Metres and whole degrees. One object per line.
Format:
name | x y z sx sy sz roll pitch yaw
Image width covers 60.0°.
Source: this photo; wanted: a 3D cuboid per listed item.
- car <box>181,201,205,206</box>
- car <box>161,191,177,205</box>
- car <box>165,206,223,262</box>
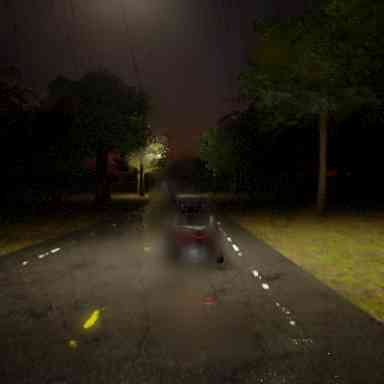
car | 0.069 1.491 27.980 1.812 1.442 4.674 0 0 0
car | -3.574 0.814 51.608 2.150 2.045 5.566 0 1 0
car | 0.073 1.498 12.042 1.837 1.490 4.892 0 0 0
